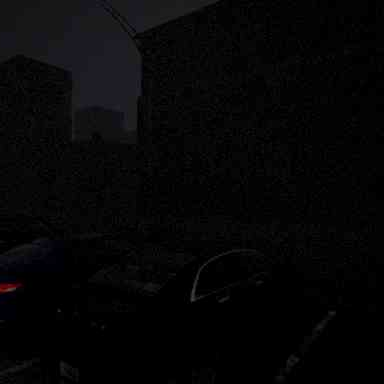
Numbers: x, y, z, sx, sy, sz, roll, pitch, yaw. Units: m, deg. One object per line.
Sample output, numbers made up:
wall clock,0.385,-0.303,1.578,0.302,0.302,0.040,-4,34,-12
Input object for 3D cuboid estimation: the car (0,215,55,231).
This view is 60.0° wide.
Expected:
car,-4.324,1.353,8.403,2.185,1.767,4.553,0,0,36

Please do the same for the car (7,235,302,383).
car,0.215,1.479,5.195,2.231,1.521,4.892,0,0,36

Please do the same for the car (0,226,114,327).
car,-2.045,1.517,6.812,2.002,1.452,4.674,0,0,36
